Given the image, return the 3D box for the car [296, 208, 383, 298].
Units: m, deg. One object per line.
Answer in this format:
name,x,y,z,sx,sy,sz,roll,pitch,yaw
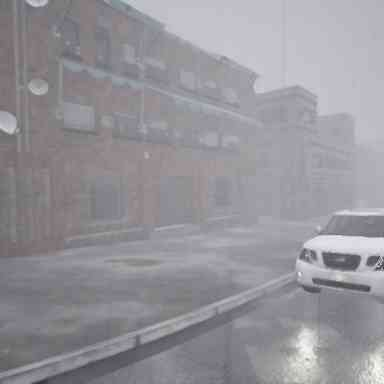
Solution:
car,4.803,1.462,8.941,2.150,2.045,5.566,-2,-2,40
